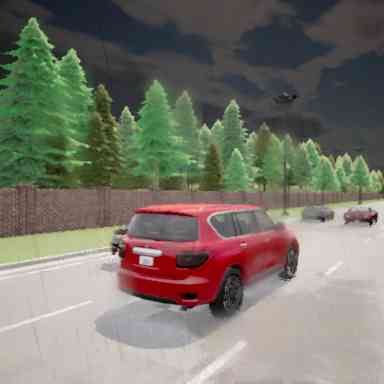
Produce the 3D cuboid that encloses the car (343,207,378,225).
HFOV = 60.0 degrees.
[{"bbox_3d":[13.121,1.786,25.677,1.895,1.301,4.718,0,0,35],"label":"car"}]

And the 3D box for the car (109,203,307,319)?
[{"bbox_3d":[0.750,1.280,7.897,2.150,2.045,5.566,0,0,35],"label":"car"}]

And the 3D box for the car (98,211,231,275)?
[{"bbox_3d":[-0.693,1.578,11.948,2.128,1.511,4.902,0,-1,35],"label":"car"}]

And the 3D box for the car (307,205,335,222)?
[{"bbox_3d":[10.853,1.770,28.546,1.994,1.385,4.181,0,-1,35],"label":"car"}]
